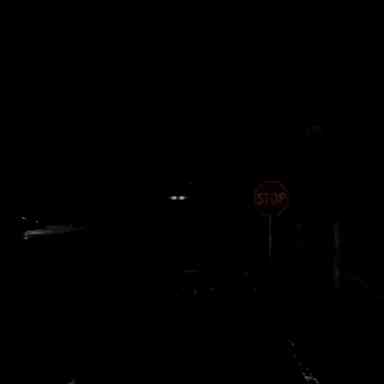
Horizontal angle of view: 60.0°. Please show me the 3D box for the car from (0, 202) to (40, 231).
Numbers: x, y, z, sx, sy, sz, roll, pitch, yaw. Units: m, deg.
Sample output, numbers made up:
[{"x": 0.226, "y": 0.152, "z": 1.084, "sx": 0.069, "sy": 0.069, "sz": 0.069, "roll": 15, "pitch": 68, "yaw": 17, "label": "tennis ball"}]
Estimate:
[{"x": -10.470, "y": 1.241, "z": 17.445, "sx": 4.674, "sy": 1.442, "sz": 1.812, "roll": 1, "pitch": 2, "yaw": 0, "label": "car"}]

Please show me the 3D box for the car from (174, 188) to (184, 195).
[{"x": -2.761, "y": -0.178, "z": 69.257, "sx": 1.882, "sy": 1.535, "sz": 5.008, "roll": 0, "pitch": 1, "yaw": 0, "label": "car"}]
